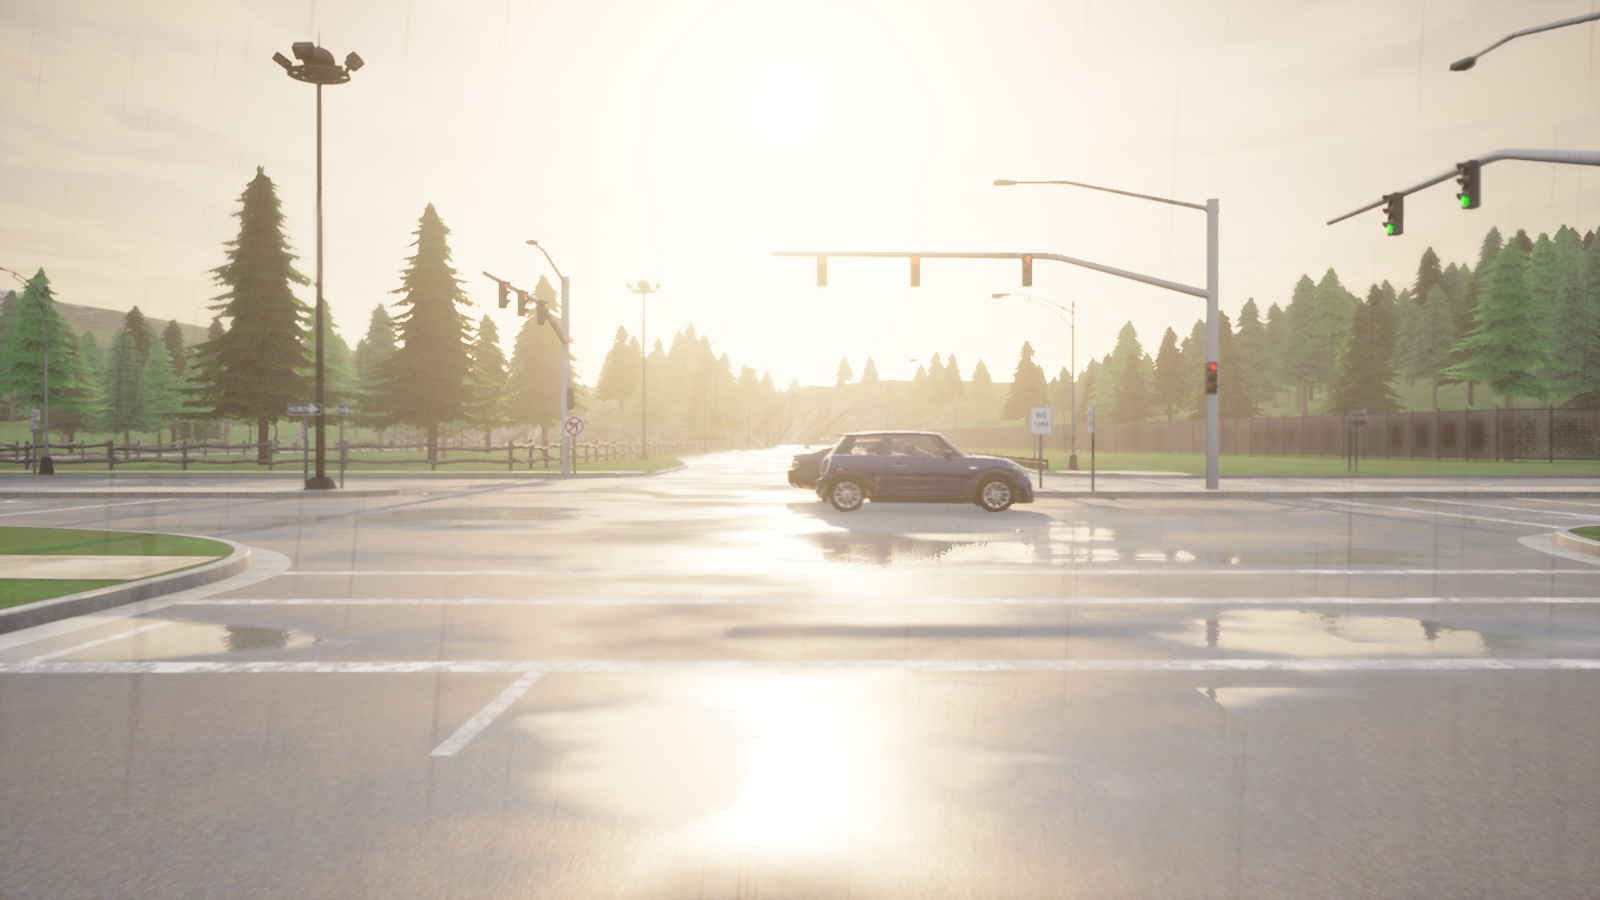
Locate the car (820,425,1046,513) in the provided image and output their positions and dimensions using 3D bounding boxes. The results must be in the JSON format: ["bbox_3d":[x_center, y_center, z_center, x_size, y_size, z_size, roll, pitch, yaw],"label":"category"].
[{"bbox_3d":[2.695,0.380,26.378,4.553,1.767,2.097,0,0,1],"label":"car"}]

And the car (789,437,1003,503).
[{"bbox_3d":[2.212,0.448,29.887,4.902,1.511,2.128,0,0,1],"label":"car"}]
